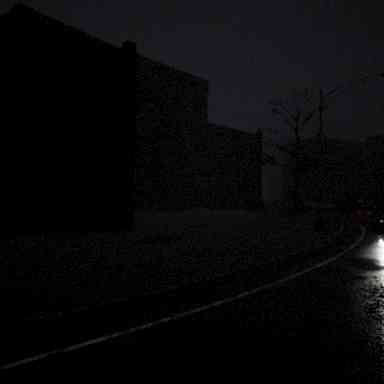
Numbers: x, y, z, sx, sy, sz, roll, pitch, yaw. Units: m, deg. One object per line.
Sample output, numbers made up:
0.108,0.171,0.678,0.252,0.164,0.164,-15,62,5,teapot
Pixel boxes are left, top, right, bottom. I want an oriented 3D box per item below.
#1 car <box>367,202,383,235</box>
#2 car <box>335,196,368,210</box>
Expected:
10.696,1.393,17.568,2.128,1.511,4.902,1,1,26,car
18.649,1.249,39.111,2.128,1.511,4.902,1,0,-5,car
